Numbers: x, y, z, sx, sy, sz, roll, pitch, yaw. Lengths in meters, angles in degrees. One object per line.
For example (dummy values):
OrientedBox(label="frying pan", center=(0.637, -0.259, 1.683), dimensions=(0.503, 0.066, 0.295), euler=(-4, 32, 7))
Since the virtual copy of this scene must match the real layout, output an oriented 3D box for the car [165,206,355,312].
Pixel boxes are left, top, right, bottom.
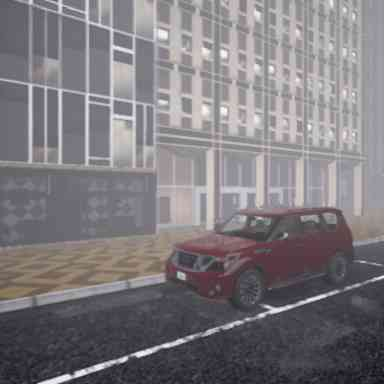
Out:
OrientedBox(label="car", center=(1.849, 1.290, 7.872), dimensions=(5.009, 1.841, 2.192), euler=(0, 0, -35))
